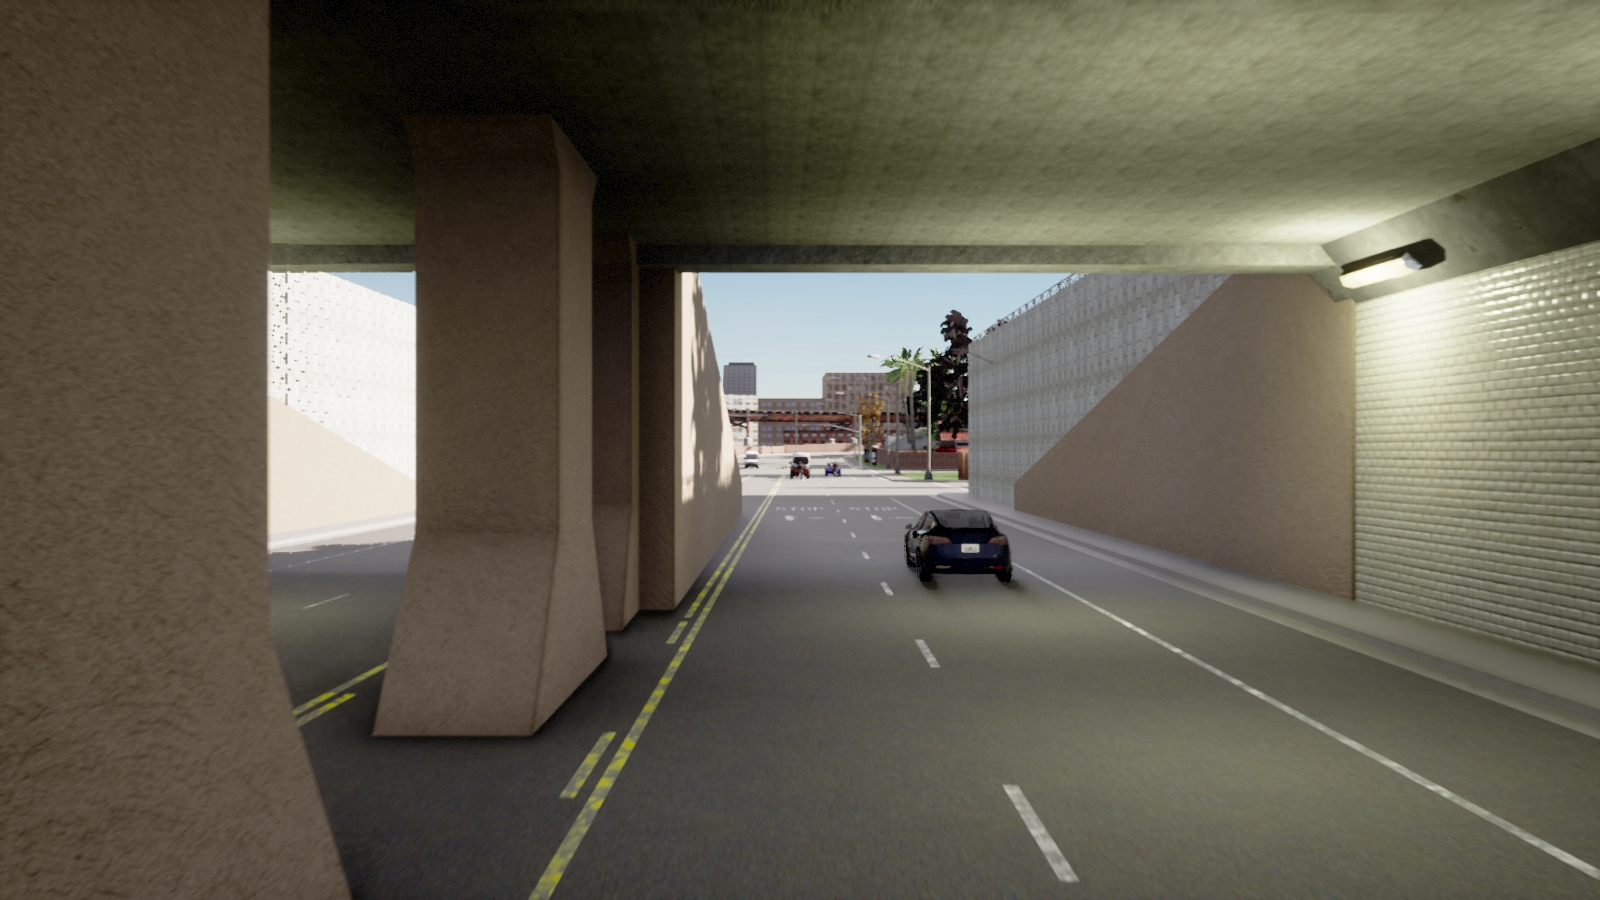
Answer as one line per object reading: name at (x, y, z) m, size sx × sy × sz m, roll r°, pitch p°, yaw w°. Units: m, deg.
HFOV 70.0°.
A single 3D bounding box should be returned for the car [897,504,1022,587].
car at (3.466, 2.063, 25.750) m, size 2.163 × 1.488 × 4.792 m, roll 0°, pitch 0°, yaw 0°
